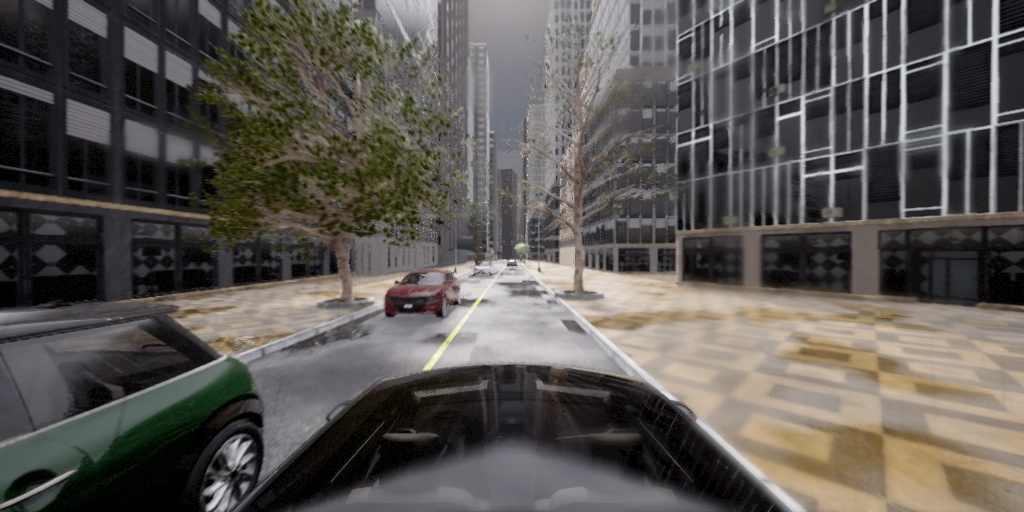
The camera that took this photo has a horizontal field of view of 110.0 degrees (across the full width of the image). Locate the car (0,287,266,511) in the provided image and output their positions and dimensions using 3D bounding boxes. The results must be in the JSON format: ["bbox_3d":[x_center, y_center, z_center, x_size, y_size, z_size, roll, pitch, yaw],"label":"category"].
[{"bbox_3d":[-3.096,1.100,1.048,2.097,1.767,4.553,0,0,0],"label":"car"}]

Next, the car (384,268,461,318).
[{"bbox_3d":[-3.079,1.228,13.177,1.882,1.535,5.008,0,0,0],"label":"car"}]

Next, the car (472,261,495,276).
[{"bbox_3d":[-2.992,1.298,37.840,1.812,1.442,4.674,0,0,0],"label":"car"}]
